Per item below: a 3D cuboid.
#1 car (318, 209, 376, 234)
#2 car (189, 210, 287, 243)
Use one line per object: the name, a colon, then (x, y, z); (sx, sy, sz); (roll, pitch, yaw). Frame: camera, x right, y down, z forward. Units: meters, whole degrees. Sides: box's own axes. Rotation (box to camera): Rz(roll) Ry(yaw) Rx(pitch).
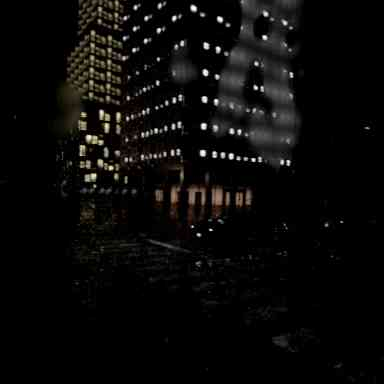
car: (10.544, 1.909, 22.544); (4.902, 1.511, 2.128); (2, 0, -36)
car: (2.486, 1.653, 16.742); (5.357, 1.411, 2.033); (2, 0, -36)
